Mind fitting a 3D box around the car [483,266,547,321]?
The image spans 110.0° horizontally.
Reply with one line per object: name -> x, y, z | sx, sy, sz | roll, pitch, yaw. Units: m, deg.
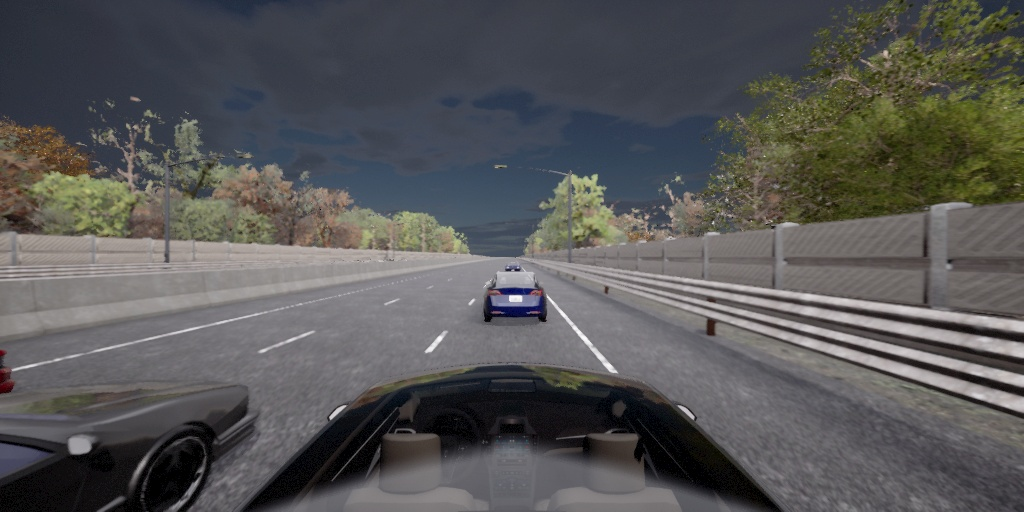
car -> 0.104, 1.256, 12.500 | 2.163, 1.488, 4.792 | 0, 0, 0

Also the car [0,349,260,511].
car -> -3.400, 1.298, 1.043 | 2.033, 1.411, 5.357 | 0, 0, 0

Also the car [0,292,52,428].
car -> -6.898, 1.228, 2.144 | 1.882, 1.535, 5.008 | 0, 0, 0

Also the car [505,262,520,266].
car -> 0.111, 1.361, 43.247 | 1.895, 1.301, 4.718 | 0, 0, 0
